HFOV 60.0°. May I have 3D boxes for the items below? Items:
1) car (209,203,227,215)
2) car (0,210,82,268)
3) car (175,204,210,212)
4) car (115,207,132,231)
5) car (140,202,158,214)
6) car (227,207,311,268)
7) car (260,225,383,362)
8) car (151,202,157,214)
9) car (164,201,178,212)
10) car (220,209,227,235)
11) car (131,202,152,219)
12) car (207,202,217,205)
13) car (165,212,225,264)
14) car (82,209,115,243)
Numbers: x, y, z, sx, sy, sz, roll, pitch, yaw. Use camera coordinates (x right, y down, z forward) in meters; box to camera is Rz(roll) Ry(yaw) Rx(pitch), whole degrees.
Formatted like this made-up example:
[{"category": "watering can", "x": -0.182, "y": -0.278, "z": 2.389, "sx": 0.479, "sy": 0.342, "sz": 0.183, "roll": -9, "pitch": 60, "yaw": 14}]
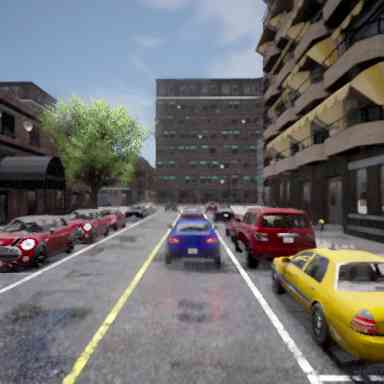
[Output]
[{"category": "car", "x": 2.707, "y": 1.932, "z": 28.791, "sx": 1.947, "sy": 1.339, "sz": 4.313, "roll": 1, "pitch": -1, "yaw": 0}, {"category": "car", "x": -5.640, "y": 1.589, "z": 11.676, "sx": 1.967, "sy": 1.590, "sz": 4.097, "roll": 1, "pitch": -1, "yaw": 0}, {"category": "car", "x": 0.029, "y": 1.868, "z": 25.185, "sx": 2.033, "sy": 1.411, "sz": 5.357, "roll": 0, "pitch": -1, "yaw": 1}, {"category": "car", "x": -5.641, "y": 1.875, "z": 23.047, "sx": 1.802, "sy": 1.307, "sz": 4.206, "roll": 1, "pitch": -1, "yaw": 0}, {"category": "car", "x": -5.807, "y": 2.110, "z": 45.624, "sx": 1.752, "sy": 1.417, "sz": 4.829, "roll": 1, "pitch": -1, "yaw": 0}, {"category": "car", "x": 2.709, "y": 1.464, "z": 11.736, "sx": 2.192, "sy": 1.841, "sz": 5.009, "roll": 1, "pitch": -1, "yaw": 0}, {"category": "car", "x": 2.704, "y": 1.605, "z": 6.216, "sx": 1.752, "sy": 1.417, "sz": 4.829, "roll": 1, "pitch": -1, "yaw": 0}, {"category": "car", "x": -5.638, "y": 2.064, "z": 40.107, "sx": 2.008, "sy": 1.369, "sz": 4.403, "roll": 1, "pitch": -1, "yaw": 0}, {"category": "car", "x": -3.035, "y": 2.136, "z": 49.134, "sx": 1.837, "sy": 1.490, "sz": 4.892, "roll": 0, "pitch": -1, "yaw": 1}, {"category": "car", "x": 2.705, "y": 1.803, "z": 17.419, "sx": 1.802, "sy": 1.307, "sz": 4.206, "roll": 1, "pitch": -1, "yaw": 0}, {"category": "car", "x": -5.639, "y": 2.005, "z": 34.420, "sx": 1.947, "sy": 1.339, "sz": 4.313, "roll": 1, "pitch": -1, "yaw": 0}, {"category": "car", "x": 2.759, "y": 2.027, "z": 45.848, "sx": 1.967, "sy": 1.590, "sz": 4.097, "roll": 1, "pitch": -1, "yaw": 0}, {"category": "car", "x": 0.046, "y": 1.684, "z": 12.430, "sx": 1.812, "sy": 1.442, "sz": 4.674, "roll": 0, "pitch": -1, "yaw": 1}, {"category": "car", "x": -5.639, "y": 1.661, "z": 17.364, "sx": 1.967, "sy": 1.590, "sz": 4.097, "roll": 1, "pitch": -1, "yaw": 0}]
